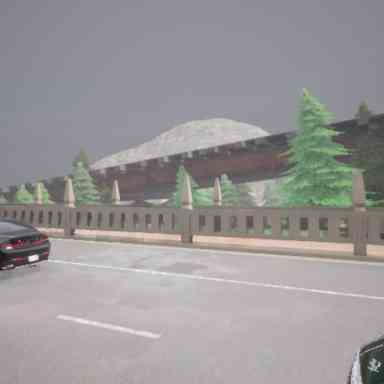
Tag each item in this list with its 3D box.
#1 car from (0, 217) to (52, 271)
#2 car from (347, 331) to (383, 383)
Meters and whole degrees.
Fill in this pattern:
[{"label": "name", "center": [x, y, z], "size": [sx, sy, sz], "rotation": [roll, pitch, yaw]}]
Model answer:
[{"label": "car", "center": [-6.413, 1.504, 9.836], "size": [4.892, 1.490, 1.837], "rotation": [0, 0, 24]}, {"label": "car", "center": [3.226, 1.343, 1.644], "size": [4.553, 1.767, 2.097], "rotation": [0, 0, 24]}]
